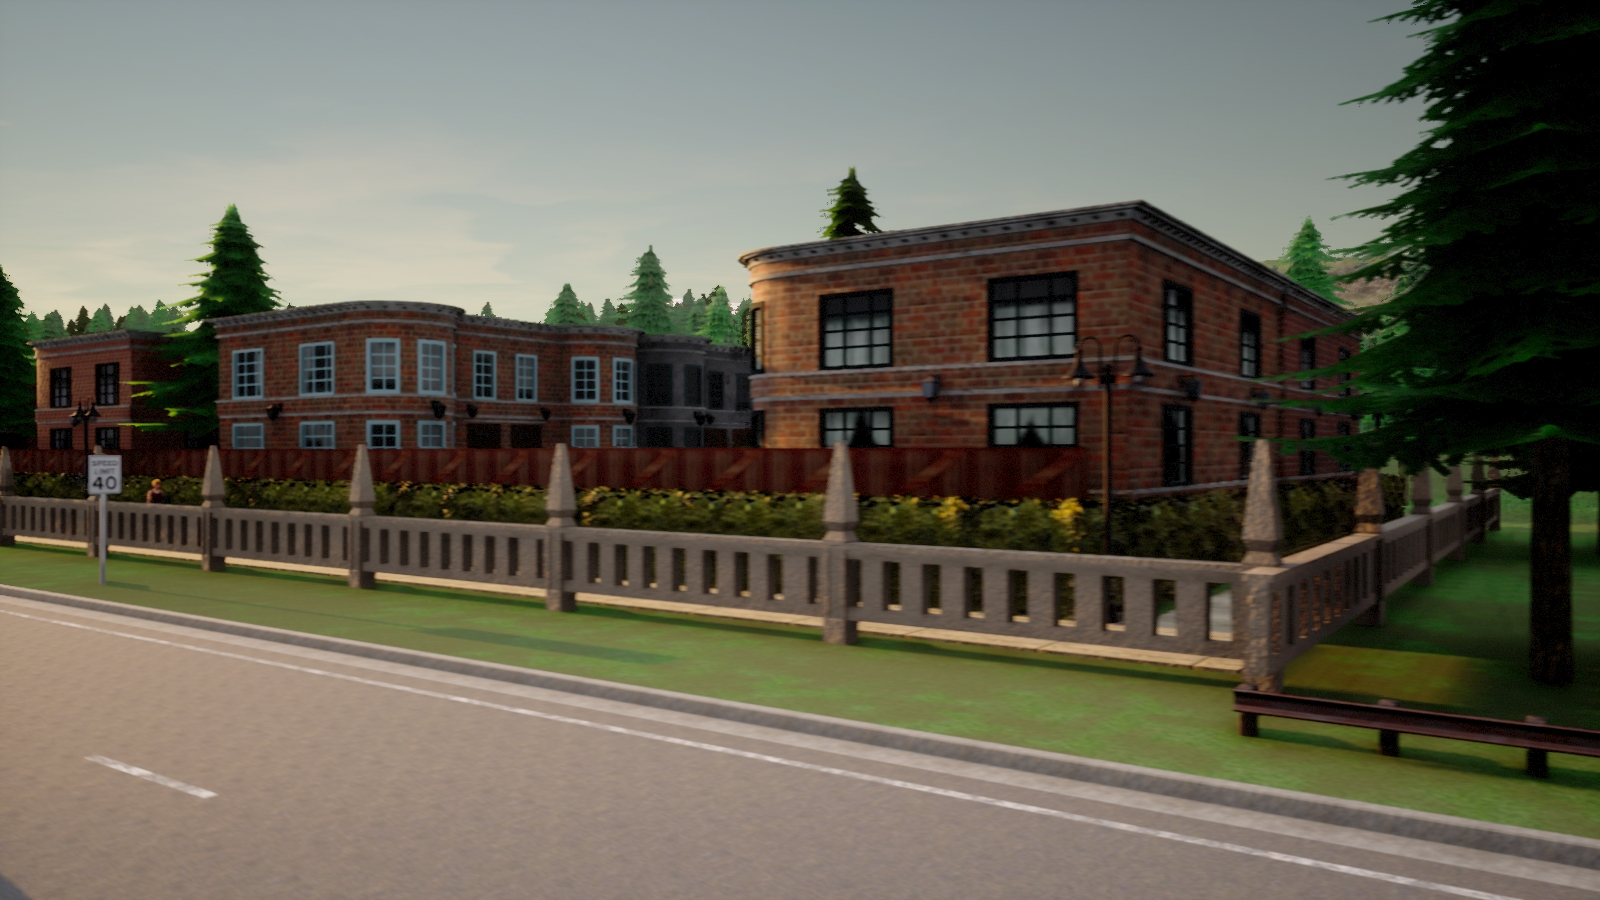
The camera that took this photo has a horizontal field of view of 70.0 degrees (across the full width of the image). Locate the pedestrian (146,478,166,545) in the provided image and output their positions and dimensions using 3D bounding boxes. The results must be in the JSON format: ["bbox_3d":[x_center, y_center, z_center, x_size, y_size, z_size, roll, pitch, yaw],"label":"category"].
[{"bbox_3d":[-18.189,1.723,32.268,0.375,1.860,0.375,0,0,35],"label":"pedestrian"}]
